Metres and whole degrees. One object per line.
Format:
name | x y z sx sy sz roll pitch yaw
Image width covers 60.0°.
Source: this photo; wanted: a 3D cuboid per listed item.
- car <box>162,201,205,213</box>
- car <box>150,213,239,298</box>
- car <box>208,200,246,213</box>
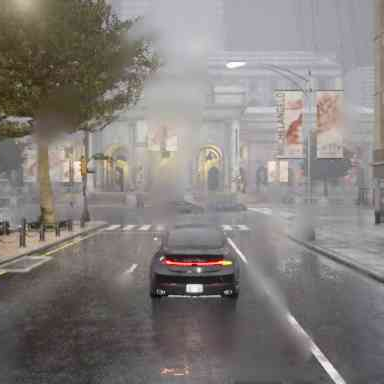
car | -0.838 1.561 32.791 4.181 1.385 1.994 0 0 0
car | 0.062 1.505 8.476 1.837 1.490 4.892 0 0 0
car | 3.812 1.563 36.267 4.181 1.385 1.994 0 0 0
